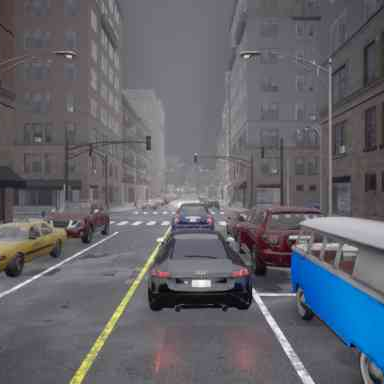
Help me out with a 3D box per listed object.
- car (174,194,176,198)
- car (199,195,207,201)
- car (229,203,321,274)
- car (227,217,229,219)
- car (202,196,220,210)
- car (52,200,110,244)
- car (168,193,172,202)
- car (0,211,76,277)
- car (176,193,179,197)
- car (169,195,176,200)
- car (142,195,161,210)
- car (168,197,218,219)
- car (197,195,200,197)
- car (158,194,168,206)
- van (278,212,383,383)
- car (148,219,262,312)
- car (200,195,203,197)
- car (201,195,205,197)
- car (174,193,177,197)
[{"bbox_3d":[-5.371,1.548,75.990,2.008,1.369,4.403,0,0,0],"label":"car"},{"bbox_3d":[2.673,1.437,81.468,1.967,1.590,4.097,0,0,0],"label":"car"},{"bbox_3d":[2.643,1.314,10.407,2.192,1.841,5.009,0,0,0],"label":"car"},{"bbox_3d":[2.645,1.581,16.086,1.802,1.307,4.206,0,0,0],"label":"car"},{"bbox_3d":[2.656,1.547,43.095,2.008,1.369,4.403,0,0,0],"label":"car"},{"bbox_3d":[-5.393,1.314,16.091,2.192,1.841,5.009,0,0,0],"label":"car"},{"bbox_3d":[-5.384,1.311,59.544,2.192,1.841,5.009,0,0,0],"label":"car"},{"bbox_3d":[-5.395,1.525,10.242,1.752,1.417,4.829,0,0,0],"label":"car"},{"bbox_3d":[-5.362,1.312,86.954,2.192,1.841,5.009,0,0,0],"label":"car"},{"bbox_3d":[-5.359,1.523,92.266,1.752,1.417,4.829,0,0,0],"label":"car"},{"bbox_3d":[-5.397,1.521,42.928,1.752,1.417,4.829,0,0,0],"label":"car"},{"bbox_3d":[0.057,1.351,17.855,2.097,1.767,4.553,0,0,0],"label":"car"},{"bbox_3d":[2.668,1.547,70.504,2.008,1.369,4.403,0,0,0],"label":"car"},{"bbox_3d":[-5.389,1.522,53.892,1.752,1.417,4.829,0,0,0],"label":"car"},{"bbox_3d":[2.640,1.341,4.729,1.690,1.788,3.998,0,0,0],"label":"van"},{"bbox_3d":[0.101,1.564,7.799,1.994,1.385,4.181,0,0,-2],"label":"car"},{"bbox_3d":[2.661,1.547,54.058,2.008,1.369,4.403,0,0,0],"label":"car"},{"bbox_3d":[2.659,1.541,48.576,1.887,1.381,4.507,0,0,0],"label":"car"},{"bbox_3d":[-5.367,1.563,81.472,1.947,1.339,4.313,0,0,0],"label":"car"}]
